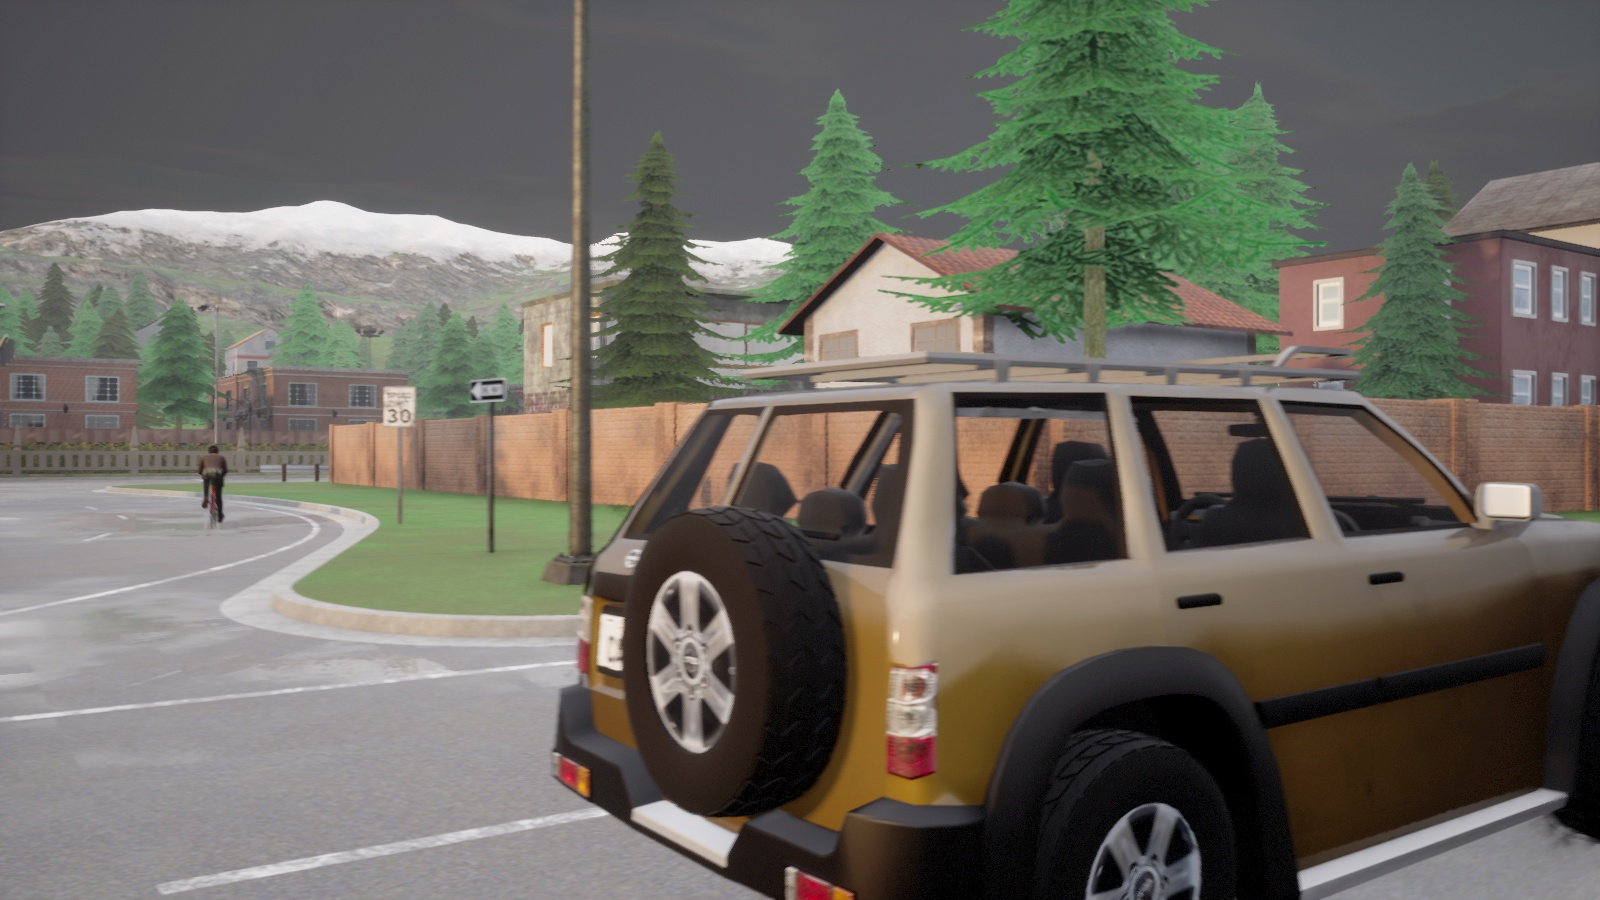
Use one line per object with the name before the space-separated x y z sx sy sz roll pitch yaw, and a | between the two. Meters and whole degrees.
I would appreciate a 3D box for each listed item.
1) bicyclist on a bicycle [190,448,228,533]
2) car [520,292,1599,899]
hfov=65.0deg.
bicyclist on a bicycle | -11.660 0.783 24.799 0.582 1.620 1.656 -1 0 -22
car | 1.520 0.572 4.717 4.605 1.855 1.932 -1 0 -35
